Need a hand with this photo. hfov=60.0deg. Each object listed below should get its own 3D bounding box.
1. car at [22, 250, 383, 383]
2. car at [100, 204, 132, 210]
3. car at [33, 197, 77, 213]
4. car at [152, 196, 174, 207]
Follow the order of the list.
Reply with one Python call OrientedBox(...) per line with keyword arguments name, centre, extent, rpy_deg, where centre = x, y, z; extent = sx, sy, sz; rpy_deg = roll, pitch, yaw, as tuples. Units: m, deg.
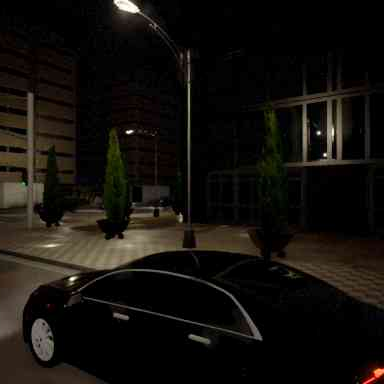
OrientedBox(name="car", centre=(-0.196, 1.505, 4.129), extent=(4.892, 1.490, 1.837), rpy_deg=(0, 0, 36))
OrientedBox(name="car", centre=(-9.894, 1.581, 43.774), extent=(1.812, 1.442, 4.674), rpy_deg=(0, 0, 35))
OrientedBox(name="car", centre=(-15.016, 1.407, 36.522), extent=(2.097, 1.767, 4.553), rpy_deg=(0, 0, 35))
OrientedBox(name="car", centre=(-4.129, 1.407, 51.950), extent=(2.097, 1.767, 4.553), rpy_deg=(0, 0, 35))
